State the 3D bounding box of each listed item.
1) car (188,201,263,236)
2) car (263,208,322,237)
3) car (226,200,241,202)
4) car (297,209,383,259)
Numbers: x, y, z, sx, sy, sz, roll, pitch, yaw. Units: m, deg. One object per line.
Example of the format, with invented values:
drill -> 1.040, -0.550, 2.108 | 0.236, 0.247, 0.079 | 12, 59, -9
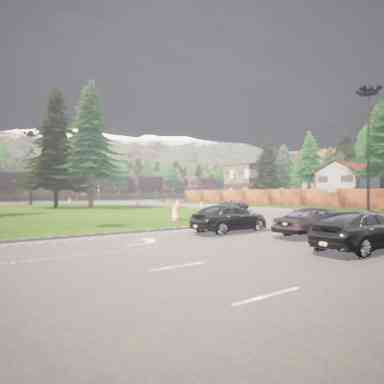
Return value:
car -> 2.057, 1.490, 18.348 | 4.892, 1.490, 1.837 | 0, 0, -39
car -> 6.346, 1.530, 16.872 | 5.357, 1.411, 2.033 | 0, 0, -36
car -> 4.786, 1.568, 39.235 | 1.895, 1.301, 4.718 | 0, 0, -18
car -> 6.384, 1.490, 12.601 | 4.892, 1.490, 1.837 | 0, 0, -35
